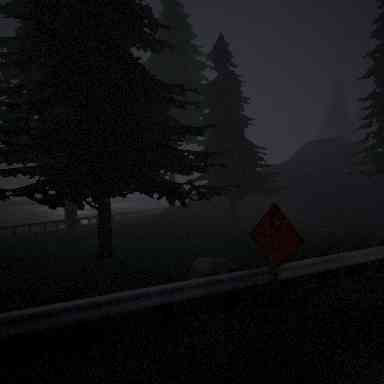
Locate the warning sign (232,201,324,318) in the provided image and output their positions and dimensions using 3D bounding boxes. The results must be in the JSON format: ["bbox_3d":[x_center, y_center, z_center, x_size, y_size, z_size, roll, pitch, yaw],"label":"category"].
[{"bbox_3d":[1.578,1.115,6.250,1.060,1.860,1.300,0,0,-35],"label":"warning sign"}]
